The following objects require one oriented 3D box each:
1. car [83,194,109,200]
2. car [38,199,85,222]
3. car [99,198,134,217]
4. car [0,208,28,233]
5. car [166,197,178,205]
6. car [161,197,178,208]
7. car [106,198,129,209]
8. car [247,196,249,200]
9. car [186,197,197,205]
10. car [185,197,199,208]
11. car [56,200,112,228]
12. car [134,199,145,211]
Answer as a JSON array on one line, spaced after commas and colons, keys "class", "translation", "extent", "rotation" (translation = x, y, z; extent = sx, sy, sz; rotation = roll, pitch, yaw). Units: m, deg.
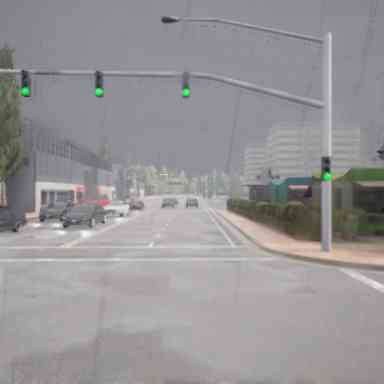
[{"class": "car", "translation": [-10.603, 1.251, 36.880], "extent": [2.150, 2.045, 5.566], "rotation": [0, 0, 0]}, {"class": "car", "translation": [-10.603, 1.526, 26.893], "extent": [1.837, 1.490, 4.892], "rotation": [0, 0, 0]}, {"class": "car", "translation": [-7.099, 1.551, 31.610], "extent": [1.812, 1.442, 4.674], "rotation": [0, 0, 0]}, {"class": "car", "translation": [-10.603, 1.561, 17.337], "extent": [2.033, 1.411, 5.357], "rotation": [0, 0, 0]}, {"class": "car", "translation": [-3.508, 1.612, 59.576], "extent": [1.994, 1.385, 4.181], "rotation": [0, 0, 0]}, {"class": "car", "translation": [-3.507, 1.587, 49.303], "extent": [2.033, 1.411, 5.357], "rotation": [0, 0, 0]}, {"class": "car", "translation": [-10.557, 1.586, 47.576], "extent": [2.033, 1.411, 5.357], "rotation": [0, 0, 1]}, {"class": "car", "translation": [14.259, 1.213, 72.473], "extent": [4.605, 1.855, 1.932], "rotation": [0, 0, -2]}, {"class": "car", "translation": [-0.008, 1.649, 59.608], "extent": [1.895, 1.301, 4.718], "rotation": [0, 0, 0]}, {"class": "car", "translation": [-0.007, 1.532, 49.303], "extent": [2.128, 1.511, 4.902], "rotation": [0, 0, 0]}, {"class": "car", "translation": [-7.104, 1.523, 22.424], "extent": [1.837, 1.490, 4.892], "rotation": [0, 0, 0]}, {"class": "car", "translation": [-7.087, 1.597, 41.570], "extent": [1.994, 1.385, 4.181], "rotation": [0, 0, 0]}]
